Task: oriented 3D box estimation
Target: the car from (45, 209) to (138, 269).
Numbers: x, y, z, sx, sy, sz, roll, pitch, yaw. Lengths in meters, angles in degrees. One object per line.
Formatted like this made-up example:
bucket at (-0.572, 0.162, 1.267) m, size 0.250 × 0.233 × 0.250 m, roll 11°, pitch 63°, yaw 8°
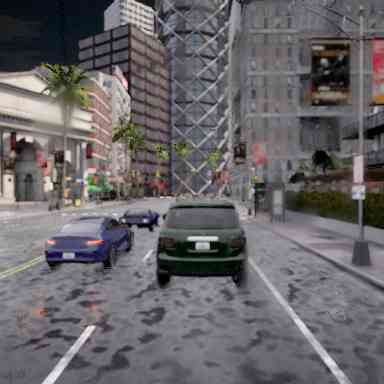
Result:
car at (-3.213, 1.520, 11.074) m, size 1.812 × 1.442 × 4.674 m, roll 0°, pitch 0°, yaw 1°

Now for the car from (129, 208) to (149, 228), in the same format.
car at (-3.074, 1.590, 20.198) m, size 1.895 × 1.301 × 4.718 m, roll 0°, pitch 0°, yaw 1°

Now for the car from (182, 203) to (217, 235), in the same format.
car at (0.424, 1.495, 19.907) m, size 1.837 × 1.490 × 4.892 m, roll 0°, pitch 0°, yaw 1°

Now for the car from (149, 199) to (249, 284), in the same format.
car at (0.260, 1.219, 9.711) m, size 2.150 × 2.045 × 5.566 m, roll 0°, pitch 0°, yaw 1°
